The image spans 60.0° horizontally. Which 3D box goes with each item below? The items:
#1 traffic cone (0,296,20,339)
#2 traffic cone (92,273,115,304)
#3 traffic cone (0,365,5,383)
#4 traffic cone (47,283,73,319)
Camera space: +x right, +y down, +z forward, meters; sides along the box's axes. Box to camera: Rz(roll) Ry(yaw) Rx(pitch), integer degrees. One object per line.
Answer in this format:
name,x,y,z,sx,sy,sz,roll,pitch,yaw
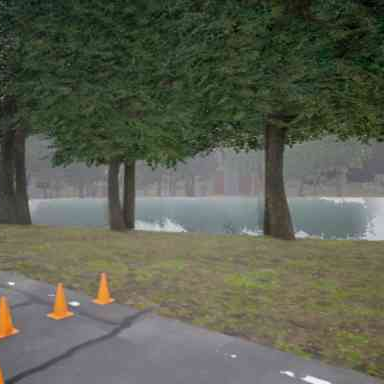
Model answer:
traffic cone,-3.033,1.986,5.368,0.340,0.580,0.340,0,0,36
traffic cone,-1.861,1.998,6.989,0.340,0.580,0.340,0,0,36
traffic cone,-1.998,1.975,3.386,0.340,0.580,0.340,0,0,36
traffic cone,-2.447,1.992,6.178,0.340,0.580,0.340,0,0,36
